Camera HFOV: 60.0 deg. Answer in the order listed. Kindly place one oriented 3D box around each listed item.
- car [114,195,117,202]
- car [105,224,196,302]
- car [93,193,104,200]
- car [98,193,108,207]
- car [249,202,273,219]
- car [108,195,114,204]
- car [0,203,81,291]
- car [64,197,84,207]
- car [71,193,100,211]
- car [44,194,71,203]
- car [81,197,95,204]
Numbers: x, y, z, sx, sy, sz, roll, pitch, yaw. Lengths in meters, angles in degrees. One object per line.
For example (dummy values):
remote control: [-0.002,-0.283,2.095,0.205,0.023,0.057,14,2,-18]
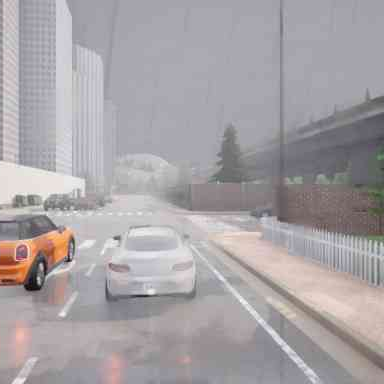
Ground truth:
car: [-18.343,1.454,76.242,1.882,1.535,5.008,0,0,-9]
car: [-0.989,1.526,8.229,1.812,1.442,4.674,0,0,-7]
car: [-22.467,1.074,80.081,2.097,1.767,4.553,0,0,-9]
car: [-14.543,1.221,50.583,2.150,2.045,5.566,0,0,-9]
car: [7.342,1.560,28.488,4.892,1.490,1.837,0,0,-9]
car: [-16.442,1.525,63.474,1.812,1.442,4.674,0,0,-8]
car: [-4.666,1.352,9.042,2.097,1.767,4.553,0,0,-7]
car: [-18.223,1.547,51.554,2.033,1.411,5.357,0,0,-8]
car: [-13.103,1.352,41.115,2.097,1.767,4.553,0,0,-9]
car: [-16.691,1.221,41.425,2.150,2.045,5.566,0,0,-9]
car: [-20.122,1.601,64.557,1.895,1.301,4.718,0,0,-8]
